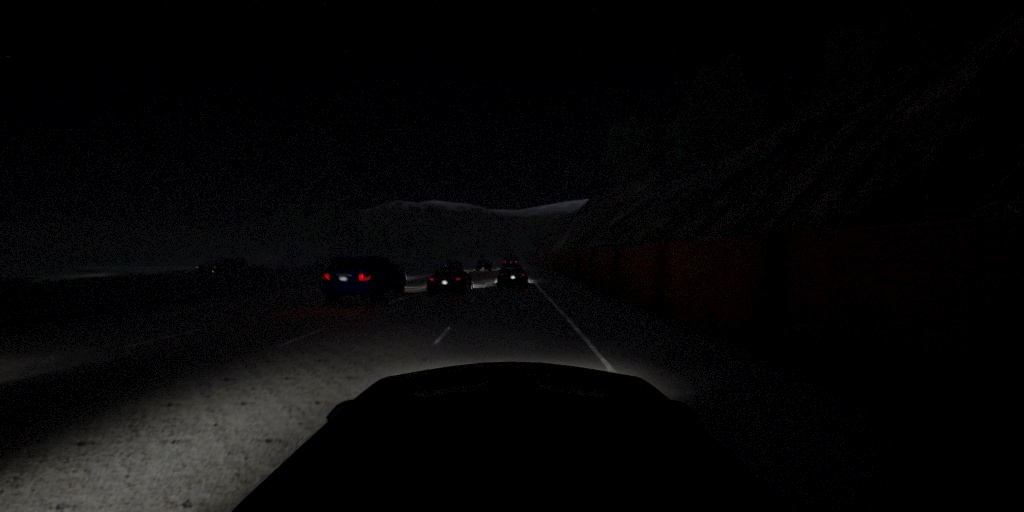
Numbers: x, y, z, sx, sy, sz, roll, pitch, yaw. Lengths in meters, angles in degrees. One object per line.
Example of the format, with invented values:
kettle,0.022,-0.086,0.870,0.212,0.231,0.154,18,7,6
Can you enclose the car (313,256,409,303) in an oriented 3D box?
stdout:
car,-6.876,1.011,17.241,2.150,2.045,5.566,0,0,0

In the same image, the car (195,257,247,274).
car,-31.757,1.172,39.504,2.150,2.045,5.566,0,0,0

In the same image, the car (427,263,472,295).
car,-3.437,1.323,20.188,1.994,1.385,4.181,0,0,0

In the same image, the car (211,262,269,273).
car,-21.167,1.454,28.713,1.994,1.385,4.181,0,0,0

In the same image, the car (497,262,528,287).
car,0.031,1.288,24.025,1.994,1.385,4.181,0,0,-1

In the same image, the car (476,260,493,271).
car,-3.660,1.239,47.585,1.837,1.490,4.892,0,0,0

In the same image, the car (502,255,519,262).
car,-0.187,0.926,49.583,2.150,2.045,5.566,0,0,0

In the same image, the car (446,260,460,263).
car,-7.131,1.270,43.923,1.837,1.490,4.892,0,0,0
